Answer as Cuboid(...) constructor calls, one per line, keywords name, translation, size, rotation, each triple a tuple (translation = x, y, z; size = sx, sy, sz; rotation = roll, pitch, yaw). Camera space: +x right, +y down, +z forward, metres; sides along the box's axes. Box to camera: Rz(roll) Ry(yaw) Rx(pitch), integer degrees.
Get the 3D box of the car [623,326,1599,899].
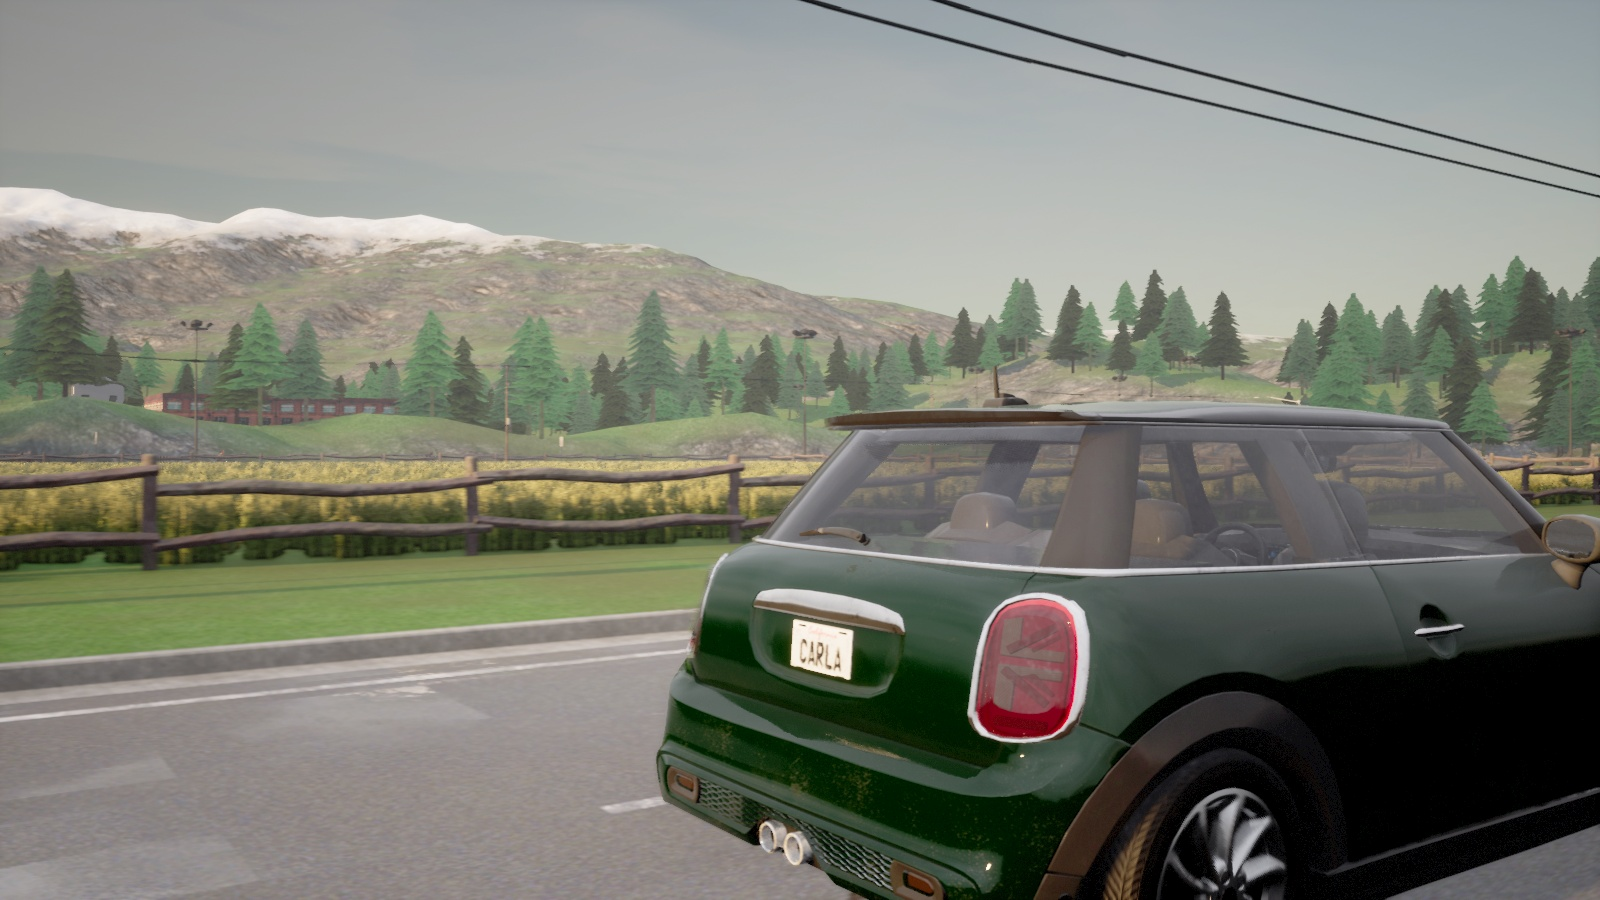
Cuboid(name="car", translation=(1.835, 0.612, 4.936), size=(4.553, 1.767, 2.097), rotation=(0, 0, -35))
